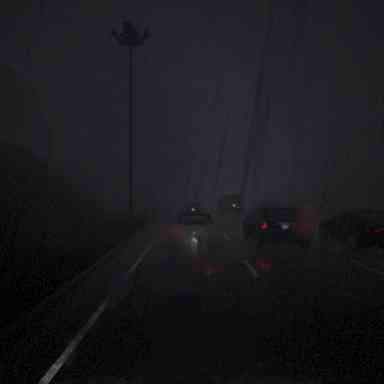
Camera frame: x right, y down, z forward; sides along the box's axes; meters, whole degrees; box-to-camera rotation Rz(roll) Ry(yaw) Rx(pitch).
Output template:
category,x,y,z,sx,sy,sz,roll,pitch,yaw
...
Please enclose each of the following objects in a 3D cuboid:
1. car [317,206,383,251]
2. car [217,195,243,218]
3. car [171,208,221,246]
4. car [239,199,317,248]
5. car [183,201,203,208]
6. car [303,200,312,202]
category,x,y,z,sx,sy,sz,roll,pitch,yaw
car,7.088,1.493,14.125,1.882,1.535,5.008,0,0,0
car,3.598,1.255,30.982,2.150,2.045,5.566,0,0,0
car,0.093,1.617,15.284,1.895,1.301,4.718,0,0,0
car,3.589,1.368,14.899,2.097,1.767,4.553,0,0,0
car,0.098,1.598,32.561,1.994,1.385,4.181,0,0,0
car,10.597,1.539,32.071,1.837,1.490,4.892,0,0,0
